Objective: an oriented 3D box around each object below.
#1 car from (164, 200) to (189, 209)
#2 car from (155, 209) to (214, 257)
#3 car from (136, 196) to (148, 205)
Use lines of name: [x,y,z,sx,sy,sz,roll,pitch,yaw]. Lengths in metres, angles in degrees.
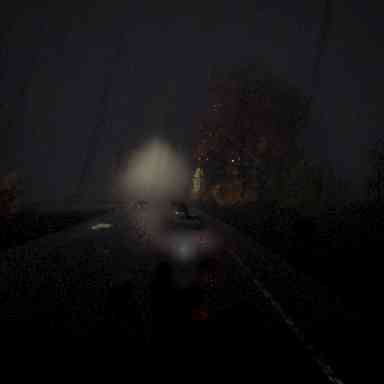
car: [-1.327,1.426,28.385,1.837,1.490,4.892,0,1,-4]
car: [-0.317,1.556,12.721,1.895,1.301,4.718,0,0,-2]
car: [-8.540,1.470,57.015,2.033,1.411,5.357,0,0,-9]
